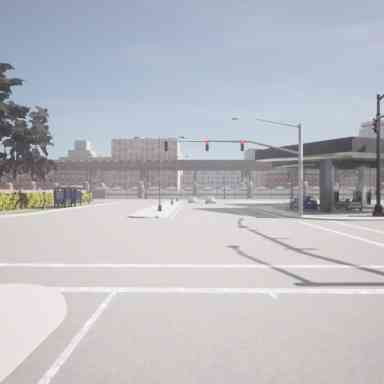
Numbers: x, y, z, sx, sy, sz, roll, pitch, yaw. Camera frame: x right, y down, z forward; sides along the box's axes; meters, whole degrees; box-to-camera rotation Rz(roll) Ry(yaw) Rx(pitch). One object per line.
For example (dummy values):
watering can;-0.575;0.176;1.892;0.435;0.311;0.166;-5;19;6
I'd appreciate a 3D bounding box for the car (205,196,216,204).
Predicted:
car;3.588;1.525;64.386;1.812;1.442;4.674;0;0;0

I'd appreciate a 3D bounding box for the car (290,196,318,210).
car;13.265;1.295;39.698;2.242;1.667;4.611;0;0;0

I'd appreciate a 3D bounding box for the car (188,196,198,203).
car;0.195;1.526;66.059;1.812;1.442;4.674;0;0;0

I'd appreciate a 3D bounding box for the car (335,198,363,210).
car;19.011;1.456;40.452;1.970;1.475;3.806;0;0;0
